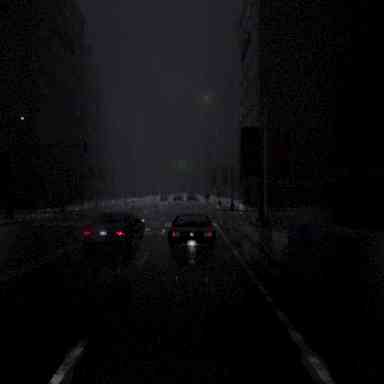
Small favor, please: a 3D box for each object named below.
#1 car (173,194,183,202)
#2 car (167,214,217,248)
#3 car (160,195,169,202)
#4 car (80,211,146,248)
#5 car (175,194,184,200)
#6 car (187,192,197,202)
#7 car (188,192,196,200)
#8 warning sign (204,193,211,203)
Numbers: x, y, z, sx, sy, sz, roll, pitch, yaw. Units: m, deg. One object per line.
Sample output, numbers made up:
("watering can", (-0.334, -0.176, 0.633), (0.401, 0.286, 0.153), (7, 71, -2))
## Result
("car", (-3.250, 1.435, 74.679), (1.994, 1.385, 4.181), (0, 0, 0))
("car", (0.000, 1.614, 14.680), (1.895, 1.301, 4.718), (0, 0, 0))
("car", (-6.500, 1.500, 78.656), (2.128, 1.511, 4.902), (0, 0, 0))
("car", (-3.250, 1.561, 14.650), (2.033, 1.411, 5.357), (0, 0, 0))
("car", (-3.250, 1.339, 88.014), (2.128, 1.511, 4.902), (0, 0, 0))
("car", (0.000, 1.220, 74.232), (2.097, 1.767, 4.553), (0, 0, 0))
("car", (0.000, 1.039, 88.044), (2.150, 2.045, 5.566), (0, 0, 0))
("warning sign", (2.853, 1.096, 60.545), (1.300, 1.860, 1.060), (0, 0, 0))
